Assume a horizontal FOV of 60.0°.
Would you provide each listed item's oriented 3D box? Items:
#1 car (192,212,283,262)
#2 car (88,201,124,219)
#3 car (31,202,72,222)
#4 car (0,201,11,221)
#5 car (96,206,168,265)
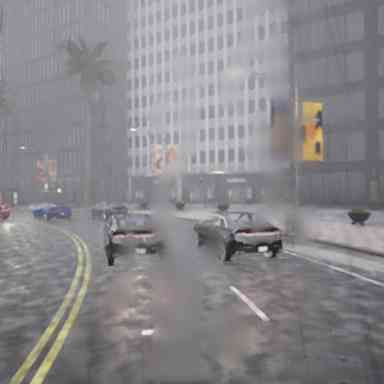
[{"bbox_3d":[1.402,1.454,12.035,2.128,1.511,4.902,-1,0,-16],"label":"car"},{"bbox_3d":[-7.025,1.526,27.594,1.837,1.490,4.892,0,0,-39],"label":"car"},{"bbox_3d":[-11.733,1.548,27.636,1.882,1.535,5.008,0,0,-43],"label":"car"},{"bbox_3d":[-17.348,1.350,27.899,5.566,2.045,2.150,0,0,38],"label":"car"},{"bbox_3d":[-2.172,1.491,11.834,2.128,1.511,4.902,-1,0,-17],"label":"car"}]
